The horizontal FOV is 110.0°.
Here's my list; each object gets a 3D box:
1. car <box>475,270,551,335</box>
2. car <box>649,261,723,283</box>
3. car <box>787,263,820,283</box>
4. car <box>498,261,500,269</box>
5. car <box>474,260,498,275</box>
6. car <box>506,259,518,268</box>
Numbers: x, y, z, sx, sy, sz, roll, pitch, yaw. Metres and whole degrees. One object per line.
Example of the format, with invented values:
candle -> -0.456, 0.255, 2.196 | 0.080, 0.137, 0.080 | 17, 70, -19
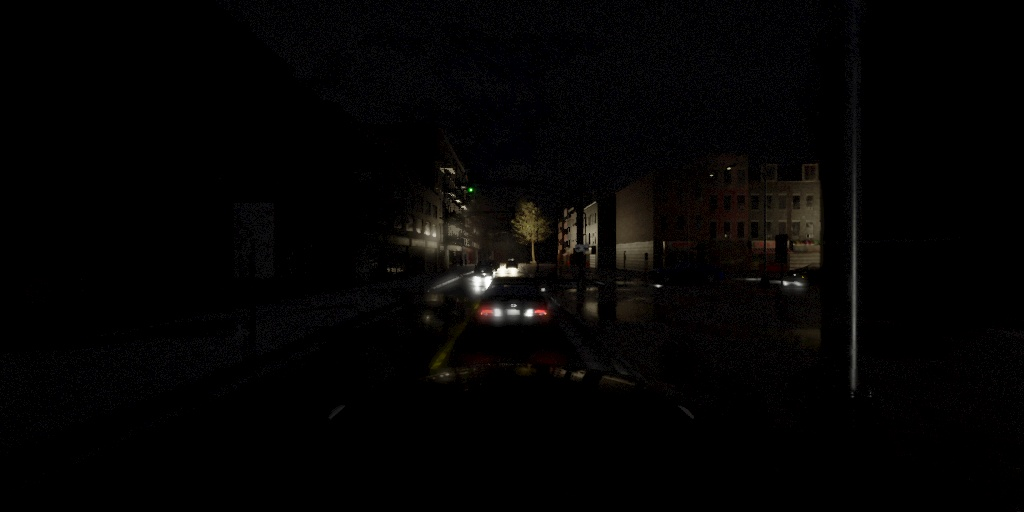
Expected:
car -> 0.048, 1.297, 10.439 | 2.033, 1.411, 5.357 | 0, 0, 0
car -> 12.532, 1.150, 26.036 | 5.008, 1.535, 1.882 | 0, 0, 0
car -> 22.553, 1.183, 26.082 | 4.181, 1.385, 1.994 | 0, 0, 0
car -> -2.930, 1.331, 47.767 | 1.994, 1.385, 4.181 | 0, 0, 0
car -> -2.908, 1.250, 37.934 | 2.128, 1.511, 4.902 | 0, 0, 0
car -> -0.006, 1.347, 61.123 | 1.994, 1.385, 4.181 | 0, 0, 0
